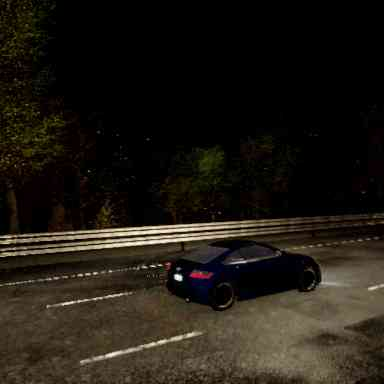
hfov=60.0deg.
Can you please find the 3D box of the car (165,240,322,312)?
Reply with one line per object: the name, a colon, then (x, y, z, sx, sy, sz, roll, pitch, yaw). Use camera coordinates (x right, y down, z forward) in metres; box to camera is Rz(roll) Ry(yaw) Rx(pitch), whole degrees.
car: (1.405, 1.954, 8.737, 4.181, 1.385, 1.994, 0, -3, -31)
